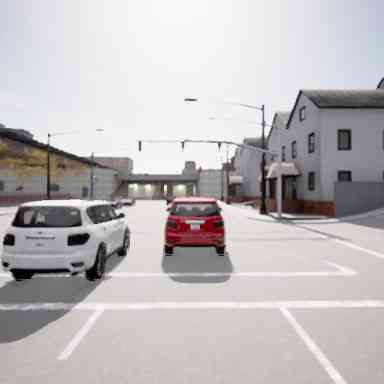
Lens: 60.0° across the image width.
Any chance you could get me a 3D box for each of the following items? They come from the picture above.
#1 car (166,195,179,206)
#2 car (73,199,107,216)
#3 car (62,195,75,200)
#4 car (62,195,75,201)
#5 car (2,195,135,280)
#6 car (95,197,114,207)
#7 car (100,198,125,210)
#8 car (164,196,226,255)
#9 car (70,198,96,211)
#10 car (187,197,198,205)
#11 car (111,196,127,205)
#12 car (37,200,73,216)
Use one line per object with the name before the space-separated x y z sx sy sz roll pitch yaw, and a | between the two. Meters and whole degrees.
car | -3.487 1.442 59.430 2.097 1.767 4.553 0 0 0
car | -10.592 1.545 34.893 2.128 1.511 4.902 0 0 0
car | -31.693 1.425 85.229 1.853 1.218 4.536 0 0 -36
car | -31.662 1.582 85.188 2.038 1.542 4.974 0 0 -36
car | -3.401 1.239 10.125 2.150 2.045 5.566 0 0 0
car | -14.035 1.586 53.570 1.837 1.490 4.892 0 0 0
car | -10.581 1.615 44.642 2.033 1.411 5.357 0 0 0
car | 0.104 1.246 13.527 2.150 2.045 5.566 0 0 0
car | -14.079 1.592 43.215 1.812 1.442 4.674 0 0 0
car | 0.099 1.617 60.339 1.812 1.442 4.674 0 0 0
car | -13.986 1.602 63.984 1.837 1.490 4.892 0 0 0
car | -14.092 1.617 34.474 1.994 1.385 4.181 0 0 0
